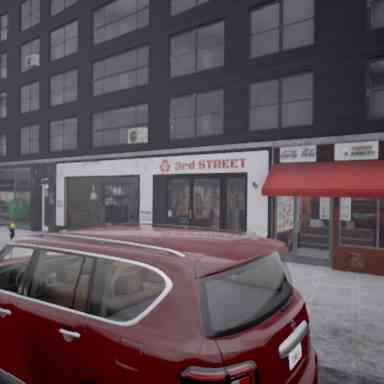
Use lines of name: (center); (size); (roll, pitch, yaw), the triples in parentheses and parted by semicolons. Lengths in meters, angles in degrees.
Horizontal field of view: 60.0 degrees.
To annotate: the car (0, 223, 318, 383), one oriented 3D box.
car: (-1.166, 1.312, 3.897); (5.009, 1.841, 2.192); (0, 1, 35)
